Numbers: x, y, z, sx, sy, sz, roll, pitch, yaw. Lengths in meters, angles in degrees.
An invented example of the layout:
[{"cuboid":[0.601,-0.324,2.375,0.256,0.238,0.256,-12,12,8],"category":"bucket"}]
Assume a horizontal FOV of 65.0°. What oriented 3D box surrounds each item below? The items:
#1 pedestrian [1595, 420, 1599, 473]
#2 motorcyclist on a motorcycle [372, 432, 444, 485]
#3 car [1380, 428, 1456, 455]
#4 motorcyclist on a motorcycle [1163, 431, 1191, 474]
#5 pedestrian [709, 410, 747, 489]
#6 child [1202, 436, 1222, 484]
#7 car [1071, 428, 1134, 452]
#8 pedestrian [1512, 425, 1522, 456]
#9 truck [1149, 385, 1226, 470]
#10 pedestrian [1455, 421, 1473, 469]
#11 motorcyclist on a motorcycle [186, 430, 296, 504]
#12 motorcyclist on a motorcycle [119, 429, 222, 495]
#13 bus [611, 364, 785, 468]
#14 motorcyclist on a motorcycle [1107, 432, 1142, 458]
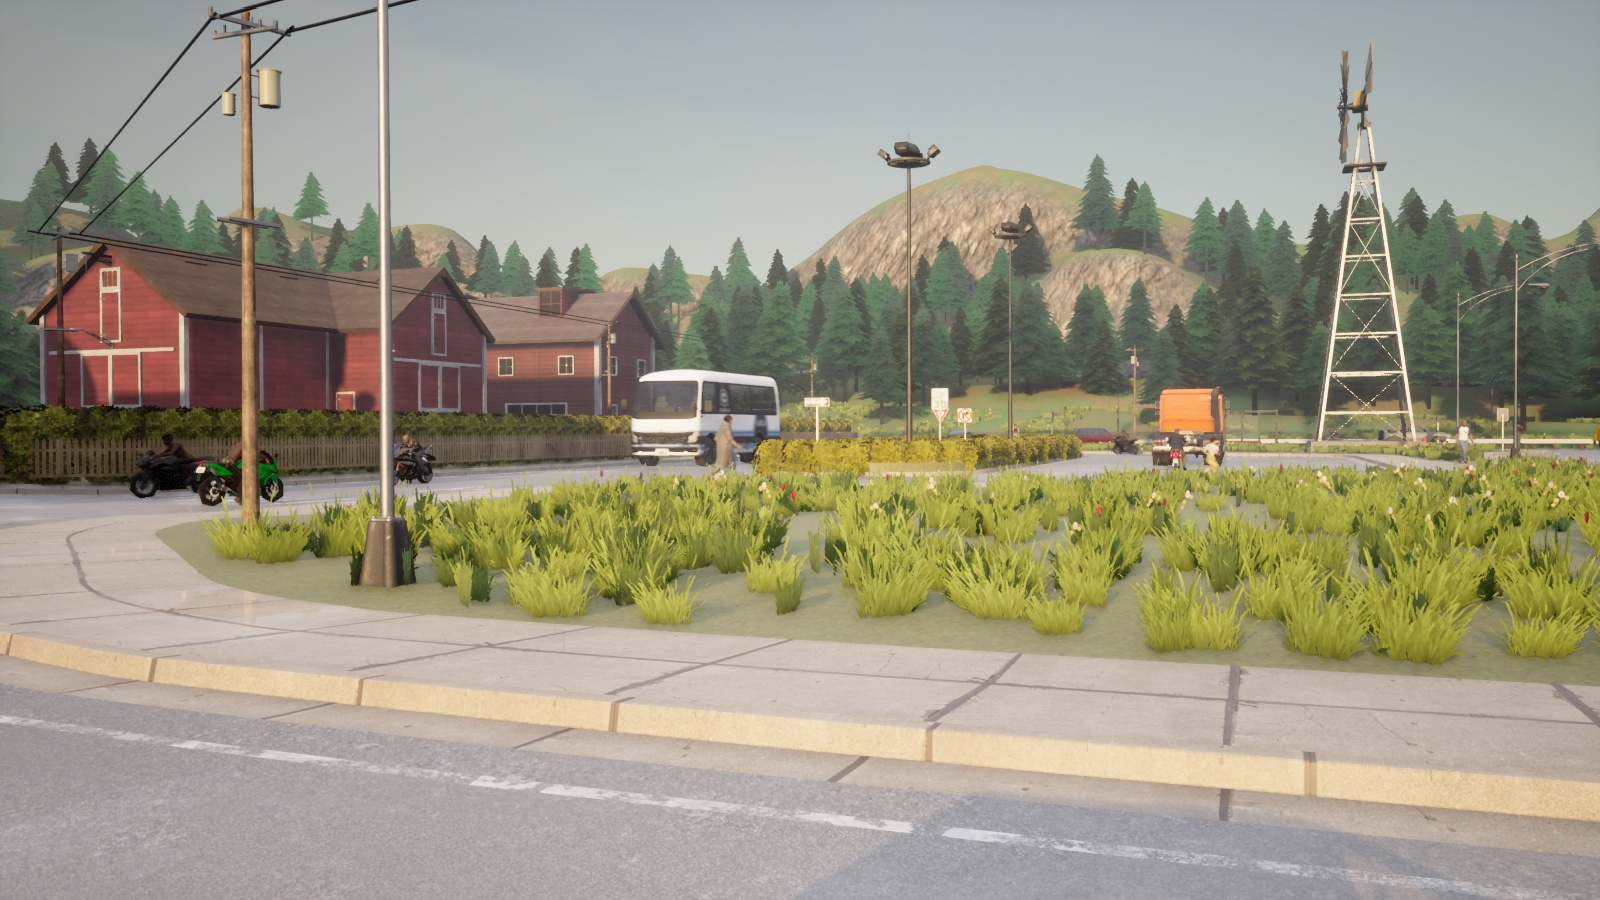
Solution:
[{"cuboid":[28.168,-0.117,43.994,0.370,1.835,0.726,1,1,20],"category":"pedestrian"},{"cuboid":[-11.596,0.222,37.219,0.866,1.530,2.191,1,1,20],"category":"motorcyclist on a motorcycle"},{"cuboid":[43.040,-0.598,87.591,4.605,1.855,1.932,1,1,21],"category":"car"},{"cuboid":[14.074,0.082,46.870,0.866,1.590,1.817,1,1,21],"category":"motorcyclist on a motorcycle"},{"cuboid":[-1.801,-0.027,31.361,0.873,1.952,0.659,0,1,-10],"category":"pedestrian"},{"cuboid":[11.005,0.266,33.552,0.437,1.263,0.270,0,1,-9],"category":"child"},{"cuboid":[22.838,-0.751,95.033,4.553,1.767,2.097,0,1,12],"category":"car"},{"cuboid":[43.819,-0.582,76.739,0.402,1.930,0.666,1,1,22],"category":"pedestrian"},{"cuboid":[17.119,-0.974,55.192,2.891,3.462,7.936,1,1,20],"category":"truck"},{"cuboid":[26.062,-0.201,49.312,0.354,1.836,0.706,0,1,3],"category":"pedestrian"},{"cuboid":[-12.000,0.330,27.034,0.797,1.523,2.044,1,1,34],"category":"motorcyclist on a motorcycle"},{"cuboid":[-15.072,0.265,30.105,0.797,1.523,2.044,-1,1,41],"category":"motorcyclist on a motorcycle"},{"cuboid":[-4.333,-1.480,57.066,3.944,4.253,10.273,1,1,20],"category":"bus"},{"cuboid":[19.143,-0.306,74.100,0.797,1.523,2.044,-2,2,-31],"category":"motorcyclist on a motorcycle"}]
